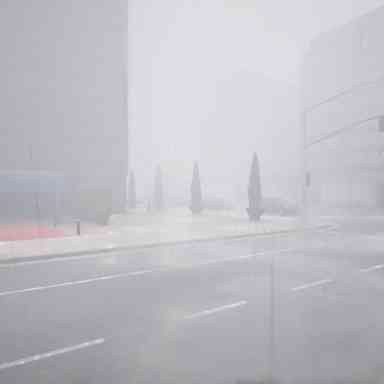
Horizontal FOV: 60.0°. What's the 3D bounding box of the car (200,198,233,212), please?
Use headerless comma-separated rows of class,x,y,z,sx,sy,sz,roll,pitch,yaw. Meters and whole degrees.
car,2.795,1.491,39.991,2.128,1.511,4.902,0,0,-35

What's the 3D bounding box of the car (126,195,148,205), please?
car,-10.415,1.548,59.119,2.033,1.411,5.357,0,0,-34

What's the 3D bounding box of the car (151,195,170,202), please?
car,-6.801,1.384,72.375,1.882,1.535,5.008,0,0,-35

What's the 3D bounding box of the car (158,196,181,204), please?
car,-4.210,1.491,62.608,2.128,1.511,4.902,0,0,-34

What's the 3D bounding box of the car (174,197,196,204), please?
car,-1.424,1.601,64.736,1.895,1.301,4.718,0,0,-34

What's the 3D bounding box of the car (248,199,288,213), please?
car,8.535,1.564,37.866,1.994,1.385,4.181,0,0,-35

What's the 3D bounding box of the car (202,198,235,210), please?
car,3.539,1.526,45.059,1.812,1.442,4.674,0,0,-35

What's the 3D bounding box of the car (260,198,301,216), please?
car,8.219,1.352,32.185,2.097,1.767,4.553,0,0,-35

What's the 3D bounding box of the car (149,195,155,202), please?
car,-9.676,1.384,70.378,1.882,1.535,5.008,0,0,-35

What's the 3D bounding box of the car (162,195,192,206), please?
car,-2.580,1.600,53.881,1.895,1.301,4.718,0,0,-35

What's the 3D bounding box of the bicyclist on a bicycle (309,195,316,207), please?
bicyclist on a bicycle,16.964,1.301,46.732,1.656,1.620,0.582,0,0,-35
